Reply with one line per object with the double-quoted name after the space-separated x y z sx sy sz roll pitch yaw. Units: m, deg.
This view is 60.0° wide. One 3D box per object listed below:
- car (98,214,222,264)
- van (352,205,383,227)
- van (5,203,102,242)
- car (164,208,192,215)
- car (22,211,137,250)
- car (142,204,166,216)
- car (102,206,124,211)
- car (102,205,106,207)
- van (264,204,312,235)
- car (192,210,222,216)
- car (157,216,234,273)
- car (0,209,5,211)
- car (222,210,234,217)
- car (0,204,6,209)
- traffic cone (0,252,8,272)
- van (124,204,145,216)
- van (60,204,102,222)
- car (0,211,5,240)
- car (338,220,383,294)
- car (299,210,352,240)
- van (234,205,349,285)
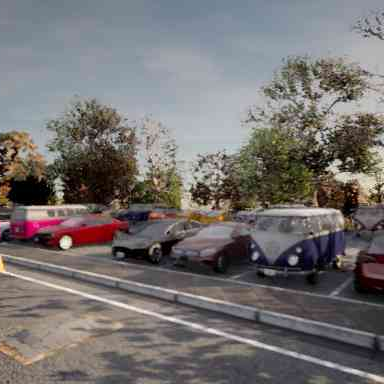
-1.082 1.864 13.620 2.163 1.488 4.792 -1 -2 37 "car"
11.300 1.807 20.565 1.878 1.987 4.442 -1 -2 37 "van"
-7.646 1.763 18.751 1.878 1.987 4.442 -1 -2 37 "van"
0.203 2.288 29.051 2.097 1.535 5.008 -1 -2 37 "car"
-5.495 1.935 16.986 2.097 1.535 5.008 -1 -2 37 "car"
-1.926 2.210 30.625 2.185 1.767 4.553 -1 -2 37 "car"
-6.337 2.437 33.972 2.231 1.521 4.892 -1 -2 37 "car"
-8.655 2.480 35.494 1.946 1.575 5.366 -1 -2 37 "car"
7.016 1.913 24.083 1.878 1.987 4.442 -1 -2 37 "van"
2.516 2.236 27.310 2.097 1.535 5.008 -1 -2 37 "car"
1.157 1.825 11.975 2.002 1.452 4.674 -1 -2 37 "car"
-12.133 2.116 22.012 2.163 1.488 4.792 -1 -2 37 "car"
4.729 2.187 25.643 2.231 1.521 4.892 -1 -2 37 "car"
-14.386 1.884 23.644 2.435 2.045 5.566 -1 -2 37 "car"
-6.134 2.224 10.619 0.340 0.580 0.340 -1 -2 38 "traffic cone"
-4.049 2.163 32.411 1.878 1.987 4.442 -1 -2 37 "van"
-12.995 2.390 39.145 1.878 1.987 4.442 -2 -2 37 "van"
-9.932 2.076 20.322 2.002 1.452 4.674 -1 -2 37 "car"
5.613 1.715 8.655 2.163 1.488 4.792 -1 -2 37 "car"
9.048 2.079 22.169 1.946 1.575 5.366 -1 -2 37 "car"
3.303 1.507 10.219 1.878 1.987 4.442 -1 -2 37 "van"
